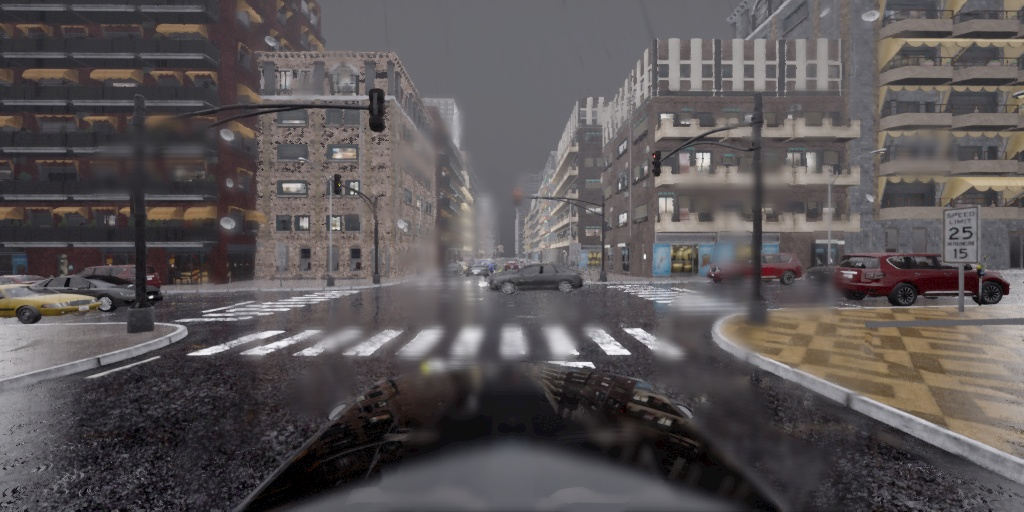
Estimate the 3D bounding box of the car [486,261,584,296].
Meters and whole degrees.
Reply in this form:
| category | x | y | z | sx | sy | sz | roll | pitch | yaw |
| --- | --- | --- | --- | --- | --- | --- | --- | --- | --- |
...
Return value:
| category | x | y | z | sx | sy | sz | roll | pitch | yaw |
| --- | --- | --- | --- | --- | --- | --- | --- | --- | --- |
| car | 1.256 | 1.202 | 18.754 | 4.892 | 1.490 | 1.837 | -1 | 0 | -1 |

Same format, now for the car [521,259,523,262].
| category | x | y | z | sx | sy | sz | roll | pitch | yaw |
| --- | --- | --- | --- | --- | --- | --- | --- | --- | --- |
| car | 2.590 | 1.200 | 46.495 | 1.967 | 1.591 | 4.097 | 0 | 0 | 0 |

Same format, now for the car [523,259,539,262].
| category | x | y | z | sx | sy | sz | roll | pitch | yaw |
| --- | --- | --- | --- | --- | --- | --- | --- | --- | --- |
| car | 2.603 | 1.198 | 40.812 | 1.967 | 1.591 | 4.097 | 0 | 0 | 0 |

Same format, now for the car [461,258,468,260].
| category | x | y | z | sx | sy | sz | roll | pitch | yaw |
| --- | --- | --- | --- | --- | --- | --- | --- | --- | --- |
| car | -5.777 | 1.283 | 40.621 | 1.751 | 1.417 | 4.829 | 0 | 0 | 0 |

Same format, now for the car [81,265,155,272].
| category | x | y | z | sx | sy | sz | roll | pitch | yaw |
| --- | --- | --- | --- | --- | --- | --- | --- | --- | --- |
| car | -23.642 | 1.462 | 21.038 | 5.009 | 1.841 | 2.192 | 0 | 0 | -1 |

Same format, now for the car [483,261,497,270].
| category | x | y | z | sx | sy | sz | roll | pitch | yaw |
| --- | --- | --- | --- | --- | --- | --- | --- | --- | --- |
| car | -3.208 | 1.365 | 53.404 | 1.895 | 1.301 | 4.718 | 0 | 0 | 0 |

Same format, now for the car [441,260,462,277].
| category | x | y | z | sx | sy | sz | roll | pitch | yaw |
| --- | --- | --- | --- | --- | --- | --- | --- | --- | --- |
| car | -5.765 | 1.322 | 35.109 | 1.948 | 1.339 | 4.313 | 0 | 0 | 0 |

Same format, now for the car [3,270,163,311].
| category | x | y | z | sx | sy | sz | roll | pitch | yaw |
| --- | --- | --- | --- | --- | --- | --- | --- | --- | --- |
| car | -17.898 | 1.560 | 15.340 | 4.892 | 1.490 | 1.837 | -1 | 0 | -1 |

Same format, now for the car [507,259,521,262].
| category | x | y | z | sx | sy | sz | roll | pitch | yaw |
| --- | --- | --- | --- | --- | --- | --- | --- | --- | --- |
| car | -0.011 | 1.288 | 50.962 | 1.812 | 1.442 | 4.674 | 0 | 0 | 0 |

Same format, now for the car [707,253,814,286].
| category | x | y | z | sx | sy | sz | roll | pitch | yaw |
| --- | --- | --- | --- | --- | --- | --- | --- | --- | --- |
| car | 14.532 | 0.759 | 21.490 | 5.009 | 1.841 | 2.192 | 0 | 0 | -1 |

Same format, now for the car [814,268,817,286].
| category | x | y | z | sx | sy | sz | roll | pitch | yaw |
| --- | --- | --- | --- | --- | --- | --- | --- | --- | --- |
| car | 18.478 | 0.854 | 18.944 | 5.008 | 1.535 | 1.882 | -1 | 0 | -1 |

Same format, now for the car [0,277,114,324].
| category | x | y | z | sx | sy | sz | roll | pitch | yaw |
| --- | --- | --- | --- | --- | --- | --- | --- | --- | --- |
| car | -17.654 | 1.585 | 12.756 | 4.829 | 1.417 | 1.751 | 0 | 0 | -1 |

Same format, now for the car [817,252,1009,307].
| category | x | y | z | sx | sy | sz | roll | pitch | yaw |
| --- | --- | --- | --- | --- | --- | --- | --- | --- | --- |
| car | 14.685 | 0.775 | 13.112 | 5.009 | 1.841 | 2.192 | 0 | 0 | -1 |

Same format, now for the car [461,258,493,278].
| category | x | y | z | sx | sy | sz | roll | pitch | yaw |
| --- | --- | --- | --- | --- | --- | --- | --- | --- | --- |
| car | -3.172 | 1.247 | 33.985 | 2.128 | 1.511 | 4.902 | 0 | 0 | 0 |
